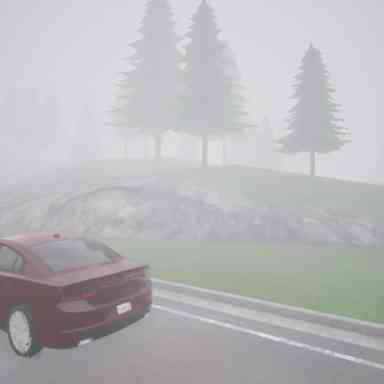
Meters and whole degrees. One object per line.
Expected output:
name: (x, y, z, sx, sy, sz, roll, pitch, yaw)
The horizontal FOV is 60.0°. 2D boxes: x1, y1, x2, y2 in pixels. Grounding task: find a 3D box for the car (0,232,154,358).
car: (-2.961, 1.477, 6.105, 5.008, 1.535, 1.882, 0, 0, 35)
